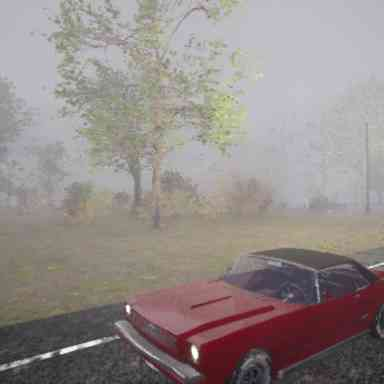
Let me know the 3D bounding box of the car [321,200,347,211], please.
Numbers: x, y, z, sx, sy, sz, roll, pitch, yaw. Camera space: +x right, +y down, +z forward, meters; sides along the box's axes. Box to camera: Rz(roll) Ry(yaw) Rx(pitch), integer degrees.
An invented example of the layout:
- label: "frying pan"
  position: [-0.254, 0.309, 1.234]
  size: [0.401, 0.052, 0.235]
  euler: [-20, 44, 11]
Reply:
- label: "car"
  position: [18.968, 1.812, 46.433]
  size: [4.892, 1.490, 1.837]
  euler: [-1, 0, 41]

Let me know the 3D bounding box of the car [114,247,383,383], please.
- label: "car"
  position: [1.331, 1.608, 4.992]
  size: [4.718, 1.301, 1.895]
  euler: [0, 0, -36]
